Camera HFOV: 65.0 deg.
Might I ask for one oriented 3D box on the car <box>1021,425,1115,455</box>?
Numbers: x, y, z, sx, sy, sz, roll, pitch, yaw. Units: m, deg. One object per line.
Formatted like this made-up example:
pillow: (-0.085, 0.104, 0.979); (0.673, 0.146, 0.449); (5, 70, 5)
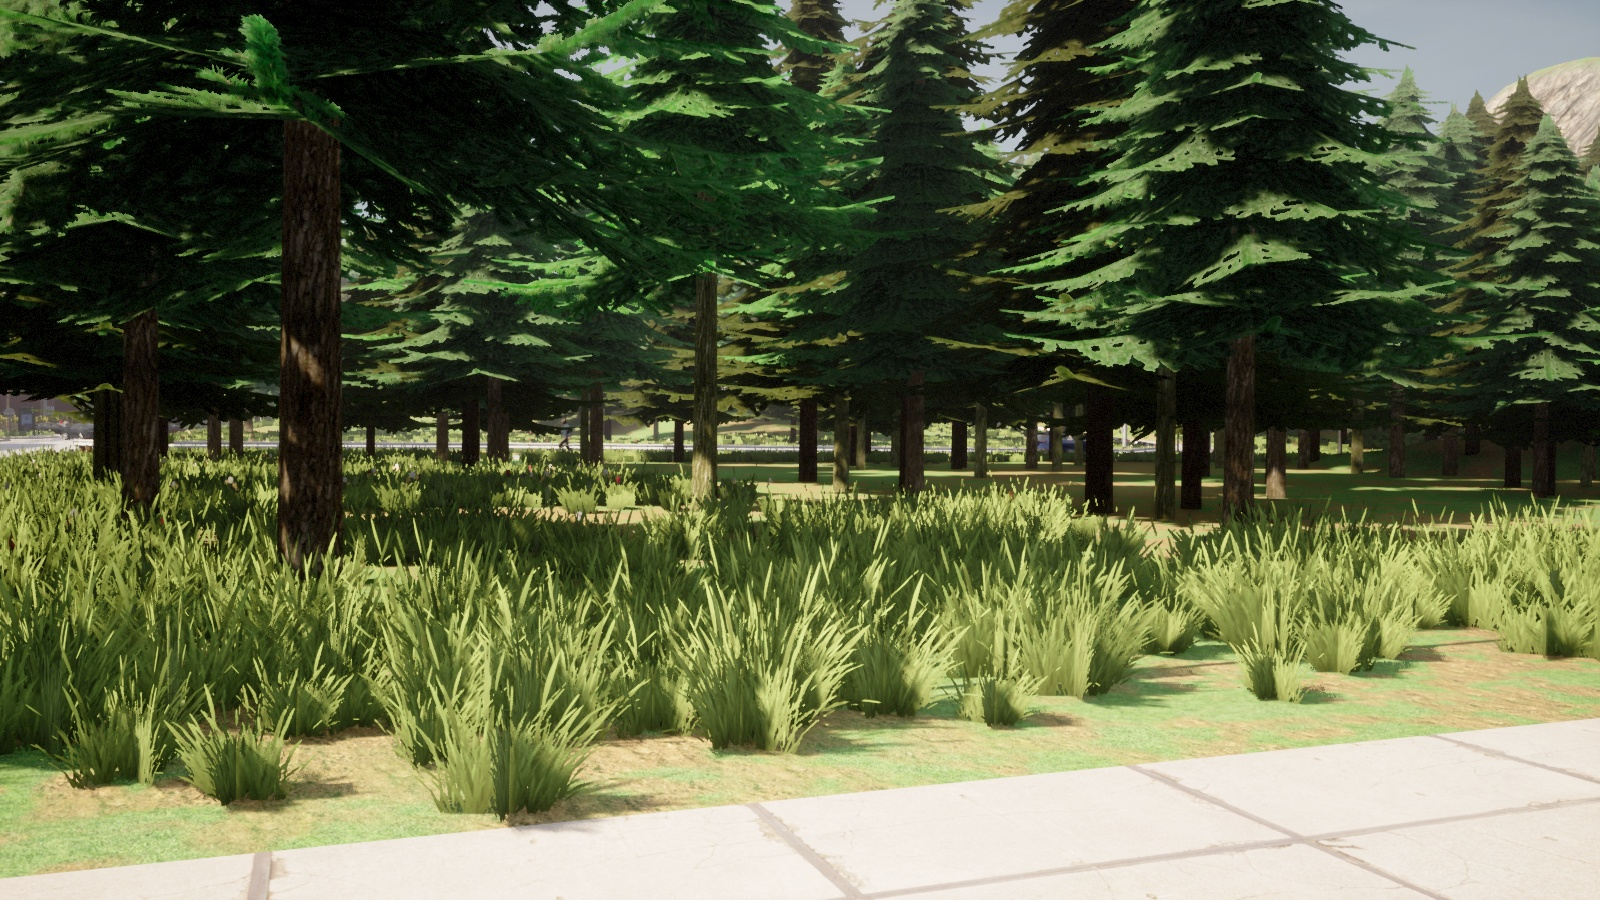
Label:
car: (15.093, -0.577, 70.702); (4.856, 1.649, 2.033); (-1, 1, -22)

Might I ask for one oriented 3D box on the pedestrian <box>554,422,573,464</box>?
pedestrian: (-10.498, -0.325, 55.738); (0.726, 1.842, 0.402); (-1, 1, -22)
